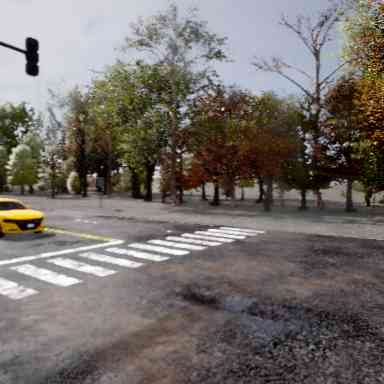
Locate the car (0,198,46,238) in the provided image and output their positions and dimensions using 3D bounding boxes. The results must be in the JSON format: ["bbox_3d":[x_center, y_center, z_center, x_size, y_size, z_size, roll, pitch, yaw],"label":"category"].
[{"bbox_3d":[-8.528,1.025,14.903,5.008,1.535,1.882,2,2,36],"label":"car"}]
